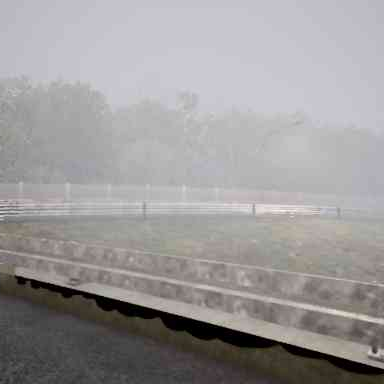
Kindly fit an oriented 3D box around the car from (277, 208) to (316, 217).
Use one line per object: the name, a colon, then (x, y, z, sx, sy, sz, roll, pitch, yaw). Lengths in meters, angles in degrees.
car: (12.435, 2.189, 39.548, 4.718, 1.301, 1.895, 3, -1, -21)
